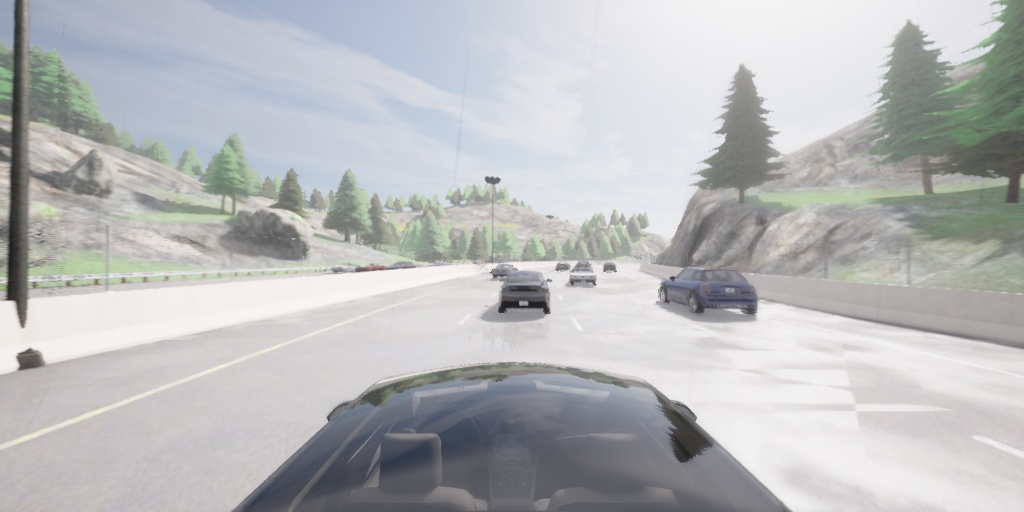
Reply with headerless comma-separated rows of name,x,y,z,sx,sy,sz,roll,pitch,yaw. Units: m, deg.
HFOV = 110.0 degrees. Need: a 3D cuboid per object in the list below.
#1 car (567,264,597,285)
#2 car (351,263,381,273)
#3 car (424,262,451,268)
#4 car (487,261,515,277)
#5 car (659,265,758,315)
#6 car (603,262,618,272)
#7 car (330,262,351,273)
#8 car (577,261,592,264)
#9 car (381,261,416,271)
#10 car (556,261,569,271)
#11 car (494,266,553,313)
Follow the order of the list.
car,5.453,1.522,27.826,1.895,1.301,4.718,0,0,9
car,-16.833,1.471,43.392,1.895,1.301,4.718,0,0,12
car,-9.325,1.472,45.132,2.033,1.411,5.357,0,0,12
car,-0.553,1.470,34.856,2.033,1.411,5.357,0,0,11
car,7.591,1.214,14.366,2.097,1.767,4.553,0,0,4
car,15.082,1.630,55.117,1.837,1.490,4.892,-1,0,17
car,-20.199,1.456,44.382,1.895,1.301,4.718,0,0,12
car,9.903,1.413,49.291,2.097,1.767,4.553,0,0,15
car,-13.300,1.393,43.172,1.837,1.490,4.892,0,0,12
car,8.125,1.580,56.238,2.128,1.511,4.902,0,0,17
car,0.549,1.327,14.365,1.837,1.490,4.892,0,0,4
